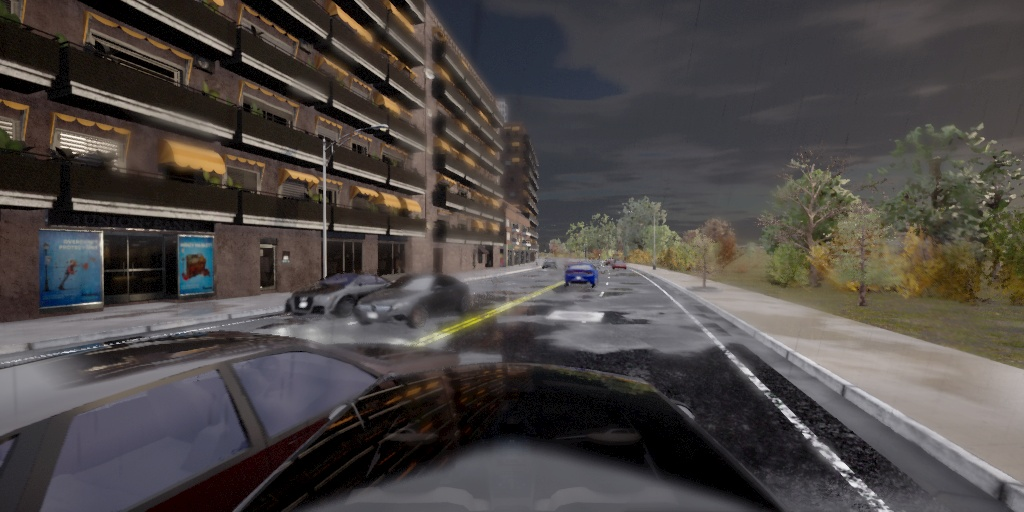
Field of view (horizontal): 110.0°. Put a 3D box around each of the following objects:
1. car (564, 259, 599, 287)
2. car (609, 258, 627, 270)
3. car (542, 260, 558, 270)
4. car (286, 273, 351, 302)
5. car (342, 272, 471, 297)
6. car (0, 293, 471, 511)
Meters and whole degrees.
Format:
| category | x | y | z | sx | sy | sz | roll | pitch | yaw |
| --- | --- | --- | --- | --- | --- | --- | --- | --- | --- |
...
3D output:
| category | x | y | z | sx | sy | sz | roll | pitch | yaw |
| --- | --- | --- | --- | --- | --- | --- | --- | --- | --- |
| car | 4.834 | 1.217 | 24.467 | 1.882 | 1.535 | 5.008 | 0 | 0 | 17 |
| car | 15.913 | 1.274 | 53.371 | 1.994 | 1.385 | 4.181 | 0 | 0 | 13 |
| car | 5.639 | 1.285 | 53.161 | 1.994 | 1.385 | 4.181 | 0 | 0 | 13 |
| car | -5.826 | 1.313 | 12.954 | 1.994 | 1.385 | 4.181 | 0 | 0 | 18 |
| car | -2.881 | 1.274 | 11.493 | 1.812 | 1.442 | 4.674 | 0 | 0 | 18 |
| car | -2.243 | 1.298 | 2.509 | 2.033 | 1.411 | 5.357 | 0 | 0 | 19 |
